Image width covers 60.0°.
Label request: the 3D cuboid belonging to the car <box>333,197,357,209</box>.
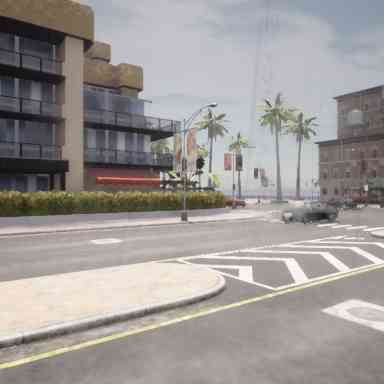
[{"bbox_3d":[19.550,1.505,44.609,1.837,1.490,4.892,0,0,-35],"label":"car"}]

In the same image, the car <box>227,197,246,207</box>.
[{"bbox_3d":[6.156,1.478,51.241,1.882,1.535,5.008,0,0,-35],"label":"car"}]

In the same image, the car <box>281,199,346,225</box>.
[{"bbox_3d":[8.542,1.491,24.089,4.902,1.511,2.128,0,0,-33],"label":"car"}]
